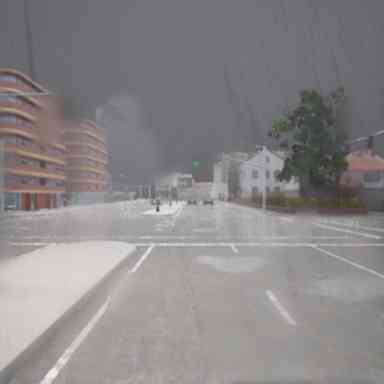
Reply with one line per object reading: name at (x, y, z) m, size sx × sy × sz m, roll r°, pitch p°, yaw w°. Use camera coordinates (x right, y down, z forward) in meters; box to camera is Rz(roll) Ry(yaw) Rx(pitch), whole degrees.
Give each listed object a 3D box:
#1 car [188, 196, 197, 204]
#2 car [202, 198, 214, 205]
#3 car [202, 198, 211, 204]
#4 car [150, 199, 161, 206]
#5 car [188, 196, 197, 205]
car at (0.104, 1.990, 85.076) m, size 2.150 × 2.045 × 5.566 m, roll 0°, pitch -1°, yaw 0°
car at (3.590, 2.035, 73.345) m, size 2.097 × 1.767 × 4.553 m, roll 0°, pitch -1°, yaw 0°
car at (3.604, 2.305, 85.039) m, size 2.033 × 1.411 × 5.357 m, roll 0°, pitch -1°, yaw 0°
car at (-7.912, 2.197, 72.203) m, size 2.128 × 1.511 × 4.902 m, roll 0°, pitch -1°, yaw 0°
car at (0.090, 2.034, 73.349) m, size 2.097 × 1.767 × 4.553 m, roll 0°, pitch -1°, yaw 0°
